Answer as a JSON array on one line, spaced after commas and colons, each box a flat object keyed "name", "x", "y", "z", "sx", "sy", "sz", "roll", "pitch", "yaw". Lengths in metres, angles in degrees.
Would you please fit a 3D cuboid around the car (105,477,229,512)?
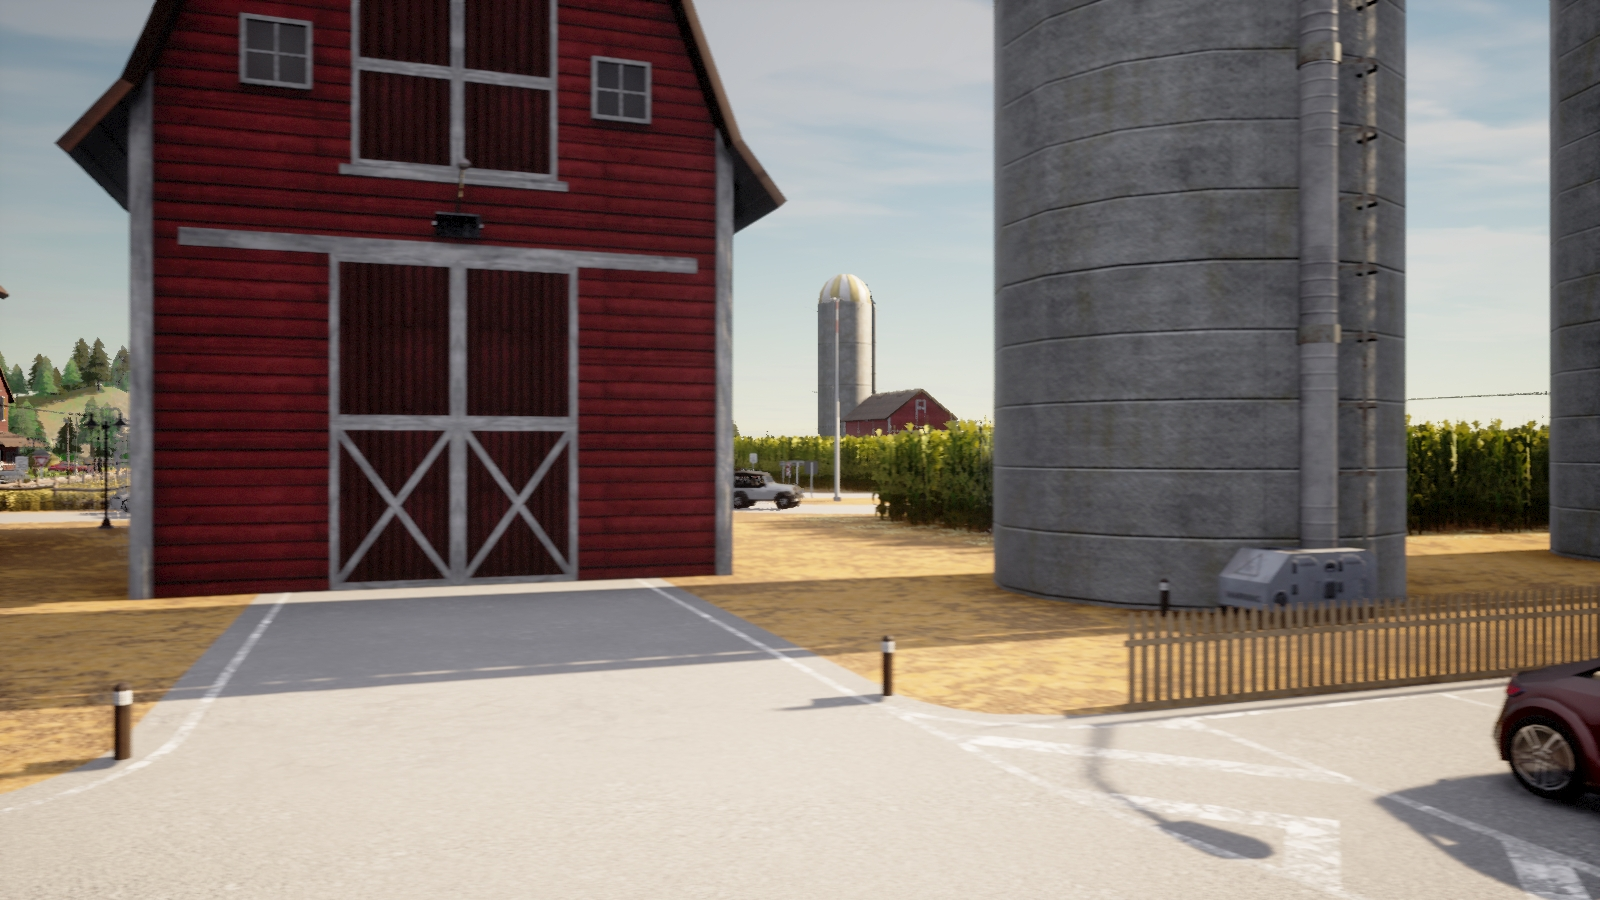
[{"name": "car", "x": -29.530, "y": 2.047, "z": 53.471, "sx": 4.902, "sy": 1.511, "sz": 2.128, "roll": 0, "pitch": 0, "yaw": -23}]

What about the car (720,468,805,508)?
[{"name": "car", "x": -1.841, "y": 1.857, "z": 56.653, "sx": 3.866, "sy": 1.878, "sz": 1.905, "roll": 0, "pitch": 0, "yaw": 13}]

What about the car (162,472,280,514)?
[{"name": "car", "x": -25.967, "y": 1.906, "z": 51.443, "sx": 4.553, "sy": 1.767, "sz": 2.097, "roll": 0, "pitch": 0, "yaw": -21}]

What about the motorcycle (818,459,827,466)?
[{"name": "motorcycle", "x": 3.881, "y": 2.154, "z": 199.312, "sx": 0.764, "sy": 1.307, "sz": 2.356, "roll": 0, "pitch": 0, "yaw": -21}]
